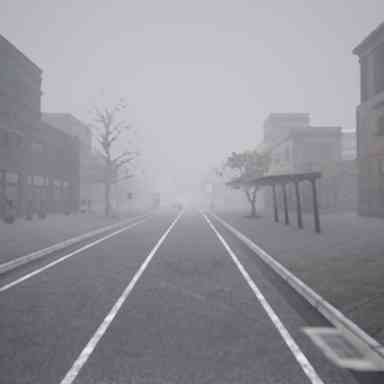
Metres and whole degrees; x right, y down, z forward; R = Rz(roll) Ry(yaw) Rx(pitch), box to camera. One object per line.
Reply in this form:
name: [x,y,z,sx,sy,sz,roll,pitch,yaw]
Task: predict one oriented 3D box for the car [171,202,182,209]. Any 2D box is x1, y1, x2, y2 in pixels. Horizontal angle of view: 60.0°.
car: [-3.033,2.632,64.603,1.994,1.385,4.181,0,-1,1]
